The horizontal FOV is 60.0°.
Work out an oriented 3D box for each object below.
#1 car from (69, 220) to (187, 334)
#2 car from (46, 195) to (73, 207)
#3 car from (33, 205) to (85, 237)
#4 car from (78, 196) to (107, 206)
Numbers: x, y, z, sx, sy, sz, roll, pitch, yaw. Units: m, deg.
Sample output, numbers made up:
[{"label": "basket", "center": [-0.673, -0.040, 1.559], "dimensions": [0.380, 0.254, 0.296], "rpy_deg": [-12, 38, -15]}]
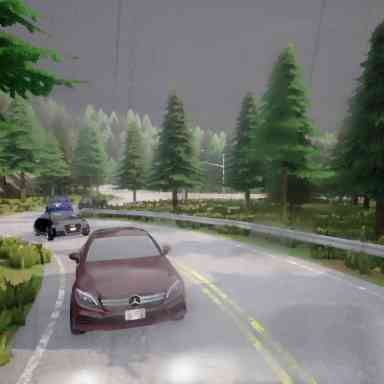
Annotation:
[{"label": "car", "center": [-1.511, 1.523, 7.043], "dimensions": [1.812, 1.442, 4.674], "rpy_deg": [-2, 0, -17]}, {"label": "car", "center": [-12.812, 1.326, 32.217], "dimensions": [2.150, 2.045, 5.566], "rpy_deg": [-1, 0, -18]}, {"label": "car", "center": [-7.027, 1.664, 17.749], "dimensions": [1.994, 1.385, 4.181], "rpy_deg": [-4, 2, -38]}, {"label": "car", "center": [-12.653, 1.289, 42.802], "dimensions": [2.097, 1.767, 4.553], "rpy_deg": [2, 2, 13]}]
